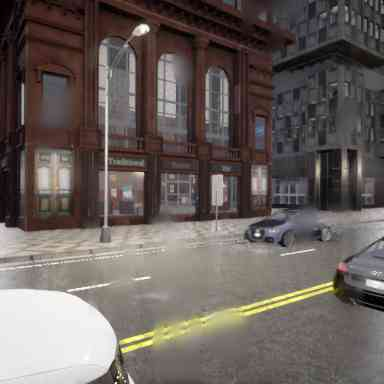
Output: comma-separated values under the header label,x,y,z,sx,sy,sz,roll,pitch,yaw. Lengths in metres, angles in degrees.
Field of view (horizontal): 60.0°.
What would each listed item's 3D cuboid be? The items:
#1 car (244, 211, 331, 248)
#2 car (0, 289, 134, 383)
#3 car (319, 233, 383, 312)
label,x,y,z,sx,sy,sz,roll,pitch,yaw
car,4.296,1.559,14.748,4.181,1.385,1.994,0,0,-36
car,-2.926,1.221,1.348,5.566,2.045,2.150,0,0,-36
car,4.811,1.562,6.888,4.181,1.385,1.994,0,0,-35
